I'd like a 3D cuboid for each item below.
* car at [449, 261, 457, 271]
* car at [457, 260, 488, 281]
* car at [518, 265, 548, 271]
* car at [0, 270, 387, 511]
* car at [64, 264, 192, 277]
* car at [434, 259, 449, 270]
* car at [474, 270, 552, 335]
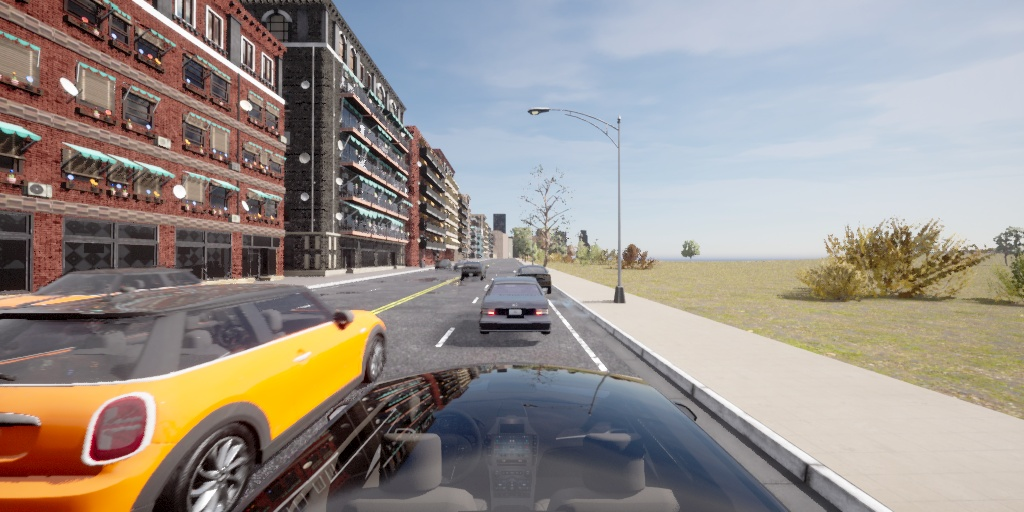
[{"bbox_3d":[-6.652,1.242,48.127,2.128,1.511,4.902,0,0,0],"label":"car"},{"bbox_3d":[-3.184,1.251,30.342,1.837,1.490,4.892,0,-2,0],"label":"car"},{"bbox_3d":[1.115,1.230,20.306,1.882,1.535,5.008,0,0,0],"label":"car"},{"bbox_3d":[-3.156,1.103,4.228,2.097,1.767,4.553,0,0,0],"label":"car"},{"bbox_3d":[-9.859,1.103,8.728,2.097,1.767,4.553,0,0,0],"label":"car"},{"bbox_3d":[-9.902,1.255,51.853,1.837,1.490,4.892,0,0,0],"label":"car"},{"bbox_3d":[0.092,1.299,10.542,2.033,1.411,5.357,0,0,0],"label":"car"}]
